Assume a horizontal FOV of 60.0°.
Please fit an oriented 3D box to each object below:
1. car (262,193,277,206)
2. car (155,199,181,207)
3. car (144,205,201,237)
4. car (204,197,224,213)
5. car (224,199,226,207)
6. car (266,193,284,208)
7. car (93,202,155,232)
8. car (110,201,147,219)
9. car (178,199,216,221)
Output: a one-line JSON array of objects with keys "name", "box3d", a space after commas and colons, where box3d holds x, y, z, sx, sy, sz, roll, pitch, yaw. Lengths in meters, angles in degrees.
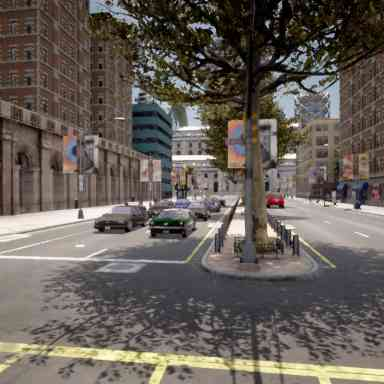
[{"name": "car", "box3d": [13.276, 1.221, 57.298, 2.150, 2.045, 5.566, 0, 0, 9]}, {"name": "car", "box3d": [-2.616, 1.505, 30.127, 1.837, 1.490, 4.892, 0, 0, 9]}, {"name": "car", "box3d": [-0.908, 1.601, 18.154, 1.895, 1.301, 4.718, 0, 0, 9]}, {"name": "car", "box3d": [2.073, 1.352, 37.591, 2.097, 1.767, 4.553, 0, 0, 9]}, {"name": "car", "box3d": [4.110, 1.601, 50.420, 1.895, 1.301, 4.718, 0, 0, 9]}, {"name": "car", "box3d": [11.700, 1.221, 46.998, 2.150, 2.045, 5.566, 0, 0, 9]}, {"name": "car", "box3d": [-4.105, 1.547, 20.404, 2.033, 1.411, 5.357, 0, 0, 9]}, {"name": "car", "box3d": [-5.726, 1.595, 30.635, 1.895, 1.301, 4.718, 0, 0, 9]}, {"name": "car", "box3d": [0.551, 1.547, 27.695, 2.033, 1.411, 5.357, 0, 0, 9]}]
